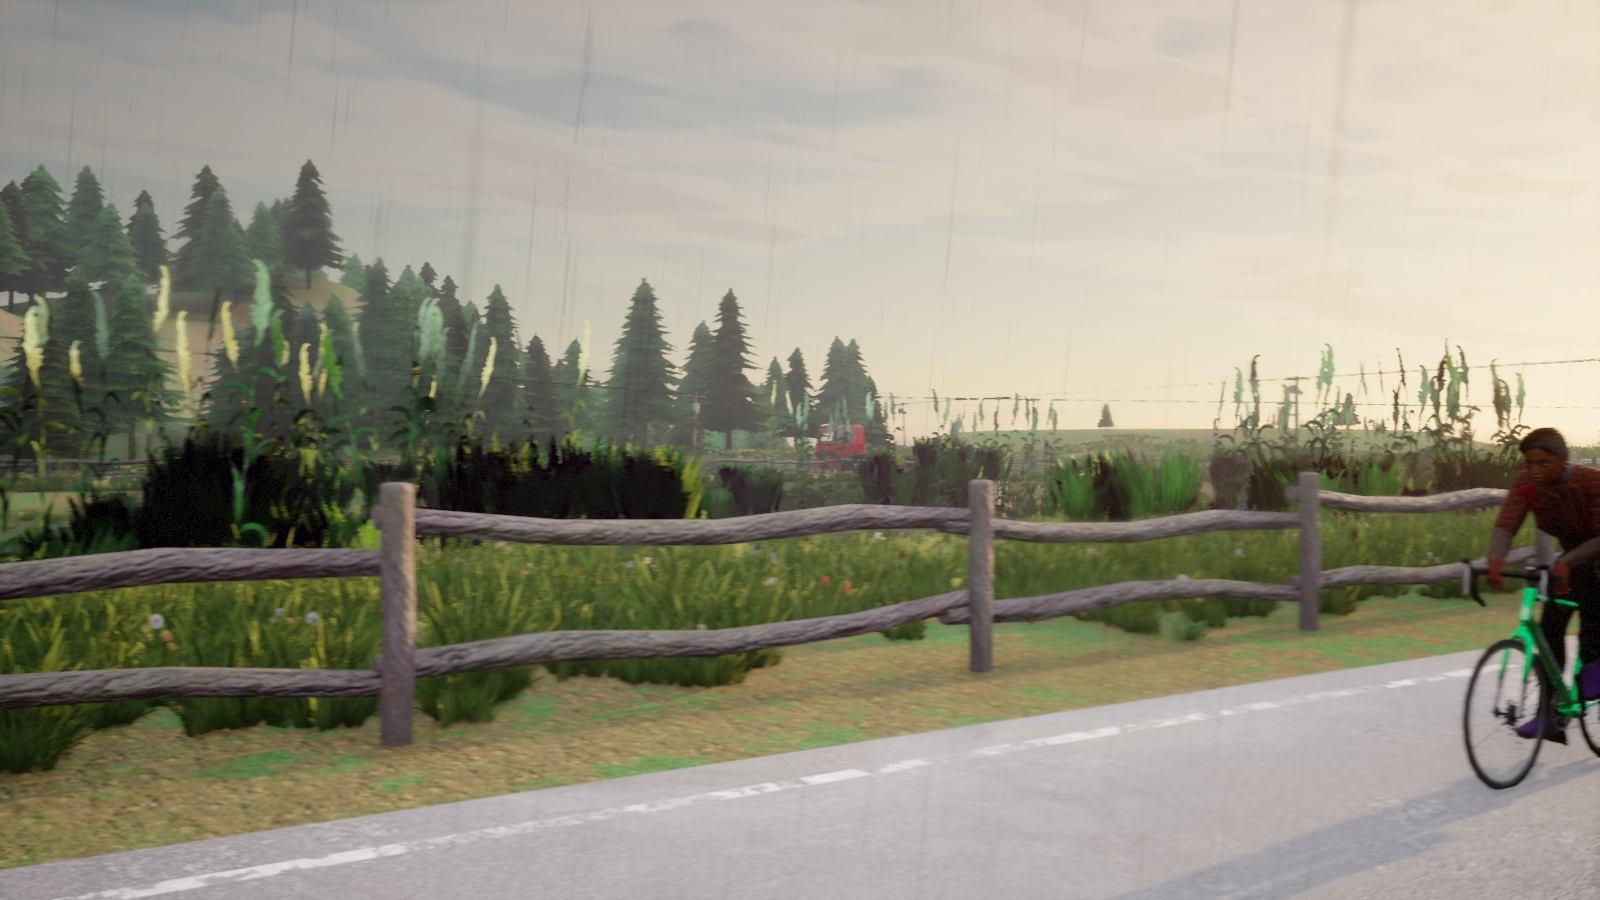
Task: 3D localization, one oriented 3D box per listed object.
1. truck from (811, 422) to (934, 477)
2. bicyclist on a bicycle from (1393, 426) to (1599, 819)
[{"bbox_3d":[4.858,-0.028,83.490,7.936,3.462,2.891,0,0,-30],"label":"truck"},{"bbox_3d":[3.531,0.704,5.854,1.656,1.620,0.582,-1,0,-33],"label":"bicyclist on a bicycle"}]
